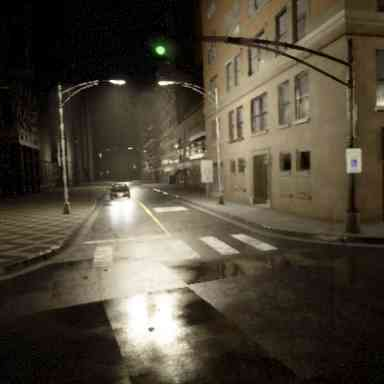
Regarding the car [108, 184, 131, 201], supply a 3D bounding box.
[{"bbox_3d":[-6.956,-0.046,32.166,2.128,1.511,4.902,-3,3,-13],"label":"car"}]
